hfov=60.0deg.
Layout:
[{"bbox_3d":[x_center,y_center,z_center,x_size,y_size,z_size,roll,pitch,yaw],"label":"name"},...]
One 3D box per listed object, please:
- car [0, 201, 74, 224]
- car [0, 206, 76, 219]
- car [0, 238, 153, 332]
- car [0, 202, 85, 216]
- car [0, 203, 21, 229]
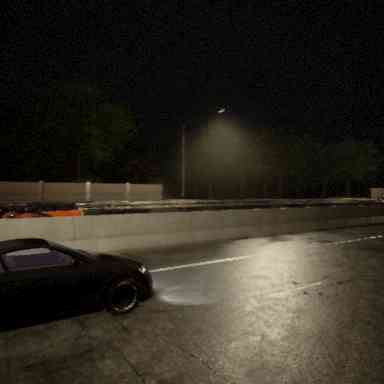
[{"bbox_3d":[-11.871,1.525,25.603,4.892,1.490,1.837,0,0,-35],"label":"car"},{"bbox_3d":[-7.957,1.574,15.504,4.181,1.385,1.994,0,0,-35],"label":"car"},{"bbox_3d":[-2.828,1.569,6.149,4.181,1.385,1.994,0,0,-35],"label":"car"},{"bbox_3d":[-8.603,1.368,19.337,4.553,1.767,2.097,0,0,-35],"label":"car"},{"bbox_3d":[-13.312,1.498,20.285,4.902,1.511,2.128,0,0,-35],"label":"car"}]
